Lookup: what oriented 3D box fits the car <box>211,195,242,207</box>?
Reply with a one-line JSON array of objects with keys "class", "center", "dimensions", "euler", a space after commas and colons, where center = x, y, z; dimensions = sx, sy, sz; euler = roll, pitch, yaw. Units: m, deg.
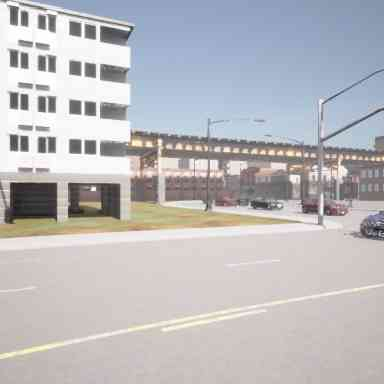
[{"class": "car", "center": [5.146, 1.478, 50.759], "dimensions": [1.882, 1.535, 5.008], "euler": [0, 0, -21]}]

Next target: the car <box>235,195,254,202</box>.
[{"class": "car", "center": [11.954, 1.525, 75.704], "dimensions": [2.128, 1.511, 4.902], "euler": [0, 0, 41]}]

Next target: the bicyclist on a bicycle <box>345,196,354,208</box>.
[{"class": "bicyclist on a bicycle", "center": [20.487, 1.303, 43.306], "dimensions": [1.656, 1.620, 0.582], "euler": [0, 0, -25]}]

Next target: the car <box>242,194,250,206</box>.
[{"class": "car", "center": [7.548, 1.491, 54.584], "dimensions": [2.128, 1.511, 4.902], "euler": [0, 0, -20]}]

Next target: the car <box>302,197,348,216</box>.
[{"class": "car", "center": [13.153, 1.352, 33.082], "dimensions": [2.097, 1.767, 4.553], "euler": [0, 0, -25]}]

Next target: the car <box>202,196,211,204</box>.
[{"class": "car", "center": [2.934, 1.501, 62.456], "dimensions": [1.837, 1.490, 4.892], "euler": [0, 1, 1]}]

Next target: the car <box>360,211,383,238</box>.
[{"class": "car", "center": [10.488, 1.352, 16.294], "dimensions": [4.553, 1.767, 2.097], "euler": [0, 0, -24]}]

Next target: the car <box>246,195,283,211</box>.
[{"class": "car", "center": [9.294, 1.491, 41.359], "dimensions": [2.128, 1.511, 4.902], "euler": [0, 0, -25]}]
